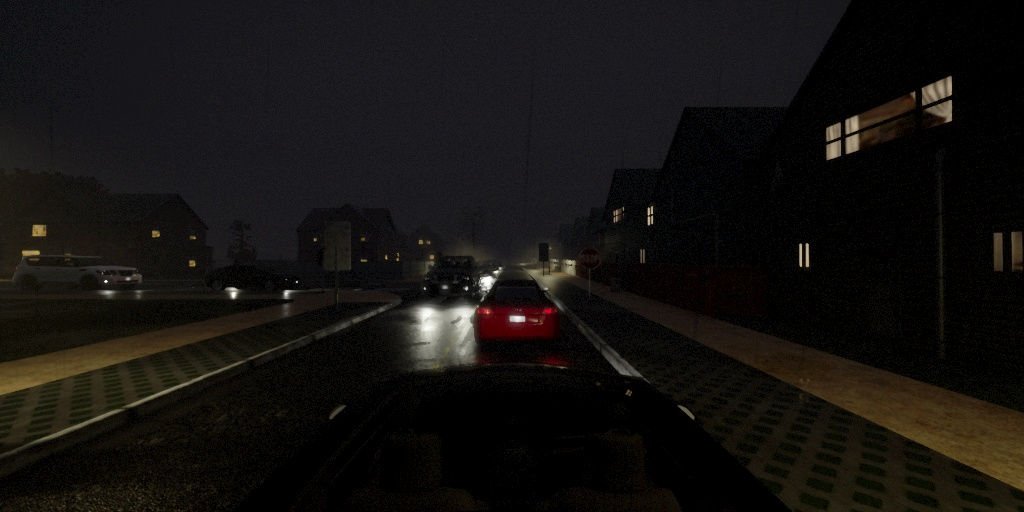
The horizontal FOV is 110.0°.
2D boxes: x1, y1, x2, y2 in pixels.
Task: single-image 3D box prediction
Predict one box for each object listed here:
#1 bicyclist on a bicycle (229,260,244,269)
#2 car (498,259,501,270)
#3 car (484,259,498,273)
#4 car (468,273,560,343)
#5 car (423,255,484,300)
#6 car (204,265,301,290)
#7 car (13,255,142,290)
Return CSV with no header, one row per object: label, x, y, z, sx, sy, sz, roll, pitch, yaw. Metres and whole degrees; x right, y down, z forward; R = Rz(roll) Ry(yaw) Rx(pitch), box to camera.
bicyclist on a bicycle,-20.251,1.101,26.399,0.582,1.620,1.656,0,0,-1
car,-2.909,1.249,51.102,1.882,1.535,5.008,0,0,0
car,-2.904,1.254,36.692,2.128,1.511,4.902,0,0,0
car,0.092,1.316,9.660,1.994,1.385,4.181,0,0,-1
car,-2.873,0.973,18.122,2.150,2.045,5.566,0,0,0
car,-14.789,1.241,20.587,4.892,1.490,1.837,0,-1,-1
car,-24.719,0.952,20.506,5.566,2.045,2.150,0,-1,0
